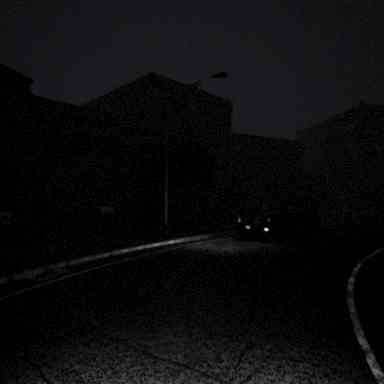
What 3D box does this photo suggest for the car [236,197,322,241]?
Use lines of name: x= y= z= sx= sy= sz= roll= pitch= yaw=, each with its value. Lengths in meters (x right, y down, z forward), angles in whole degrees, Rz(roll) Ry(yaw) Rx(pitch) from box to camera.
car: x=4.781 y=1.340 z=17.870 sx=5.566 sy=2.045 sz=2.150 roll=0 pitch=-2 yaw=-40
